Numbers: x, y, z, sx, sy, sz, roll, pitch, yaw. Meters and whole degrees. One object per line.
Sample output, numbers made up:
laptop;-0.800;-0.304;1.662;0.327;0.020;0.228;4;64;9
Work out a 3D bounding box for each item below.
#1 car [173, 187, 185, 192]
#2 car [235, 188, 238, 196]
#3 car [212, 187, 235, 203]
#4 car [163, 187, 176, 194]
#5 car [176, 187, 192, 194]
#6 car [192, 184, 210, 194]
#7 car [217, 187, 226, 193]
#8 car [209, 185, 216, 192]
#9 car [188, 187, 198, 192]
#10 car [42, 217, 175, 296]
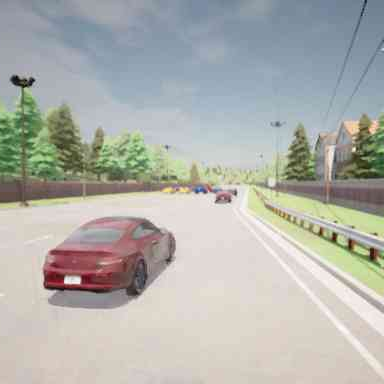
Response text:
car;-3.160;-0.618;82.777;1.895;1.301;4.718;0;1;10
car;7.437;-0.020;61.203;2.128;1.511;4.902;0;1;10
car;3.941;0.515;40.872;1.812;1.442;4.674;0;1;9
car;-4.930;-0.322;72.482;1.882;1.535;5.008;0;1;10
car;-1.481;-0.307;71.889;1.882;1.535;5.008;0;1;10
car;1.974;-0.545;71.319;2.150;2.045;5.566;0;1;10
car;7.189;-0.572;80.998;1.895;1.301;4.718;0;1;10
car;5.418;-0.277;70.703;1.882;1.535;5.008;0;1;10
car;0.285;-0.644;82.153;1.994;1.385;4.181;0;1;10
car;-1.709;1.322;8.103;1.812;1.442;4.674;0;1;10
